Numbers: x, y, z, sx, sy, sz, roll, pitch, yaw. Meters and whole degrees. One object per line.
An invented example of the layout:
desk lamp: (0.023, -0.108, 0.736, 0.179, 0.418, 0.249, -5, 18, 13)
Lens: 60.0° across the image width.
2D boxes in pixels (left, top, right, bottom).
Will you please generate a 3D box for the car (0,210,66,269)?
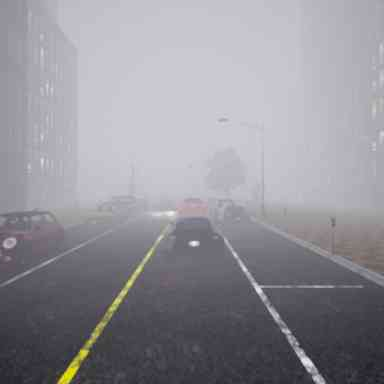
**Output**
car: (-5.686, 1.382, 10.750, 1.967, 1.590, 4.097, 0, 0, 0)

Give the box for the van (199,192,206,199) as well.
van: (2.688, 0.878, 87.565, 1.690, 1.788, 3.998, 0, 0, 0)

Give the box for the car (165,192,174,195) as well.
car: (-5.692, 1.177, 76.461, 1.802, 1.307, 4.206, 0, 0, 0)

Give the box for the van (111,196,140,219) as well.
van: (-5.687, 1.196, 27.367, 1.690, 1.788, 3.998, 0, 0, 0)

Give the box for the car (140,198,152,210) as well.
car: (-5.689, 1.362, 38.446, 1.947, 1.339, 4.313, 0, 0, 0)

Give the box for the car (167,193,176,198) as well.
car: (-5.694, 1.059, 93.114, 2.008, 1.369, 4.403, 0, 0, 0)

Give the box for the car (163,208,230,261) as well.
car: (0.075, 1.500, 11.981, 1.994, 1.385, 4.181, 0, 0, 0)

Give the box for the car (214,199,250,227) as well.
car: (2.693, 1.429, 21.830, 1.887, 1.381, 4.507, 0, 0, 0)

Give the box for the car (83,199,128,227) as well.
car: (-5.688, 1.410, 21.659, 1.752, 1.417, 4.829, 0, 0, 0)

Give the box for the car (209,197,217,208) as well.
car: (2.693, 1.295, 27.368, 1.967, 1.590, 4.097, 0, 0, 0)

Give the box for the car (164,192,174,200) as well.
car: (-5.692, 0.881, 82.011, 2.192, 1.841, 5.009, 0, 0, 0)

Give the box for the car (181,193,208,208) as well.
car: (0.082, 1.197, 29.358, 2.097, 1.767, 4.553, 0, 0, 0)

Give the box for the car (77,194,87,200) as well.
car: (-22.818, 0.992, 65.383, 4.206, 1.307, 1.802, 1, -1, -1)

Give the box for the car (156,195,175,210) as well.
car: (-3.084, 1.394, 38.960, 1.895, 1.301, 4.718, 0, 0, 0)
